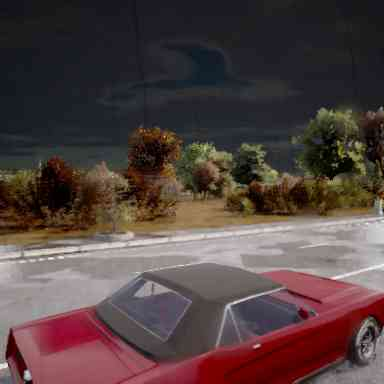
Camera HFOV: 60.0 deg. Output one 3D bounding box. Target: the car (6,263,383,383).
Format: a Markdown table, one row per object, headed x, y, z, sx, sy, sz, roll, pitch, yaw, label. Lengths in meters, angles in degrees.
| x | y | z | sx | sy | sz | roll | pitch | yaw | label |
| --- | --- | --- | --- | --- | --- | --- | --- | --- | --- |
| 0.496 | 1.601 | 4.102 | 4.718 | 1.301 | 1.895 | 0 | 0 | -36 | car |
